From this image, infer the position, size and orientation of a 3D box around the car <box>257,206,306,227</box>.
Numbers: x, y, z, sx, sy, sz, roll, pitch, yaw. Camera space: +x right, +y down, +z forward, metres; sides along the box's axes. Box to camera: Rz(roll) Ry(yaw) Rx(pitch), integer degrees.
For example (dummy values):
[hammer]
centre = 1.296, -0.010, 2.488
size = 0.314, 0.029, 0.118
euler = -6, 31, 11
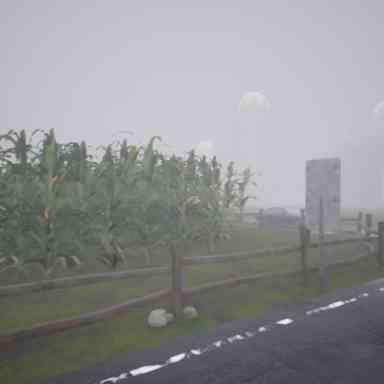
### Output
[car]
centre = 6.687, 1.760, 23.663
size = 1.812, 1.442, 4.674
euler = 0, -1, -35
